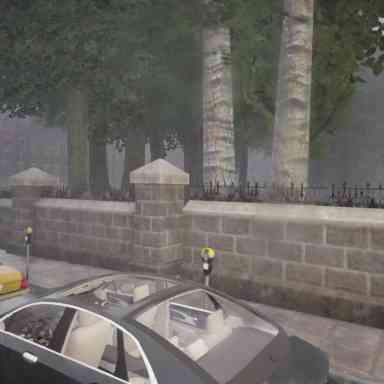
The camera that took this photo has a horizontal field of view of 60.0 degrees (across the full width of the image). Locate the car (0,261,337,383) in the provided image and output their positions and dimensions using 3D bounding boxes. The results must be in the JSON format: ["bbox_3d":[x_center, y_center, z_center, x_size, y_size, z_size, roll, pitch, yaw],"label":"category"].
[{"bbox_3d":[-0.871,1.550,3.416,4.403,1.369,2.008,0,1,36],"label":"car"}]
